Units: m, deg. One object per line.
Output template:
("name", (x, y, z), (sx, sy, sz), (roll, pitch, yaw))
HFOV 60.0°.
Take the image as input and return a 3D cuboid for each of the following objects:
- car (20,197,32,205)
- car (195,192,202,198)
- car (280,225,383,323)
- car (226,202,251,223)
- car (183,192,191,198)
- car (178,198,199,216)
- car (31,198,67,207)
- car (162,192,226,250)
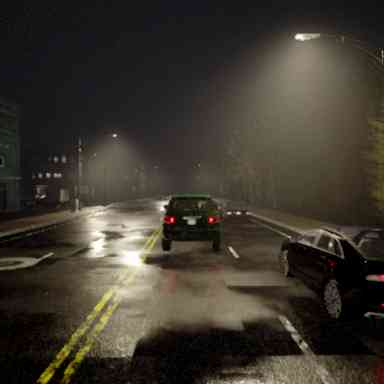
("car", (-29.107, 1.544, 57.350), (4.403, 1.369, 2.008), (-1, 2, -1))
("car", (1.848, 0.835, 95.172), (1.882, 1.535, 5.008), (0, 0, -1))
("car", (3.288, 1.455, 7.082), (2.128, 1.511, 4.902), (0, 0, -1))
("car", (3.044, 1.426, 24.497), (2.033, 1.411, 5.357), (0, 0, -1))
("car", (-1.401, 0.884, 95.122), (2.128, 1.511, 4.902), (0, 0, -1))
("car", (-0.310, 1.351, 31.183), (1.837, 1.490, 4.892), (0, 0, -1))
("car", (-20.643, 1.585, 48.968), (4.313, 1.339, 1.947), (-1, 1, -1))
("car", (-0.049, 1.146, 14.049), (2.150, 2.045, 5.566), (0, -1, -1))
